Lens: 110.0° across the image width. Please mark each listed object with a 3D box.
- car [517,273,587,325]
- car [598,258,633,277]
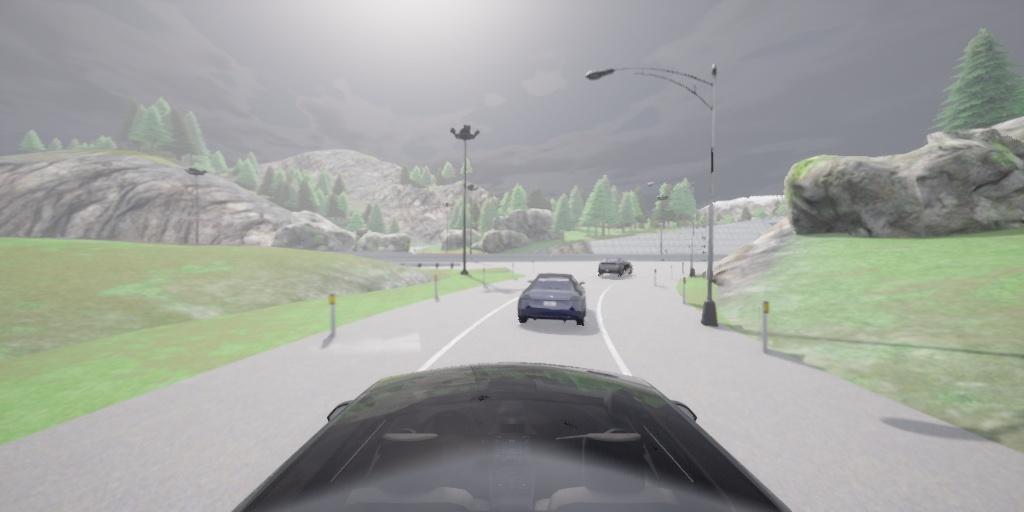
[{"bbox_3d":[1.433,1.255,11.802,1.994,1.385,4.181,1,1,11],"label":"car"},{"bbox_3d":[8.485,0.865,29.241,2.128,1.511,4.902,1,1,31],"label":"car"}]
